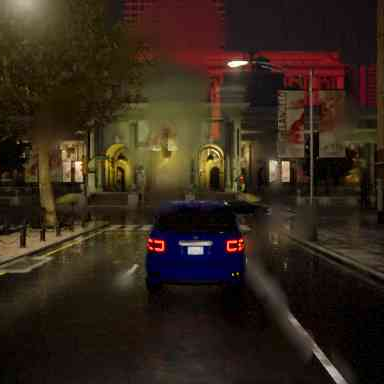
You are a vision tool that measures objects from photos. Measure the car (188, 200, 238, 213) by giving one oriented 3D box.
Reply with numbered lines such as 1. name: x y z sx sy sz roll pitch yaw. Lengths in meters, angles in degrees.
1. car: 2.238 1.547 36.171 5.357 1.411 2.033 0 0 1

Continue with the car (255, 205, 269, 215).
1. car: 4.682 1.547 32.653 5.357 1.411 2.033 0 0 1

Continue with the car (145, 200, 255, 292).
1. car: 0.100 1.221 9.089 2.150 2.045 5.566 0 0 1
